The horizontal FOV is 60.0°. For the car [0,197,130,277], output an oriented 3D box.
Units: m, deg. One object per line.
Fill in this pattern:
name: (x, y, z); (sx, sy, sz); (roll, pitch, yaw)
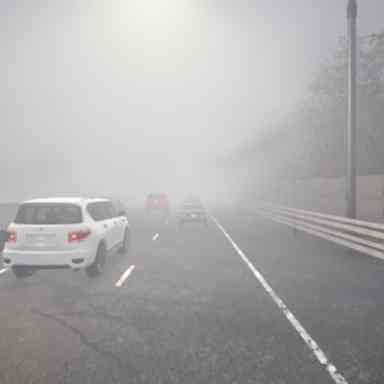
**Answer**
car: (-3.404, 1.167, 10.183); (2.150, 2.045, 5.566); (0, 0, 0)

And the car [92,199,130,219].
car: (-6.913, 1.412, 28.964); (2.033, 1.411, 5.357); (0, 0, 0)

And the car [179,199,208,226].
car: (0.094, 1.437, 22.356); (2.033, 1.411, 5.357); (0, 0, 0)

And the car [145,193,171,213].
car: (-3.414, 1.066, 34.051); (2.150, 2.045, 5.566); (0, 0, 0)

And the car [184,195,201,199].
car: (0.085, 1.166, 41.759); (2.097, 1.767, 4.553); (0, 0, 0)
